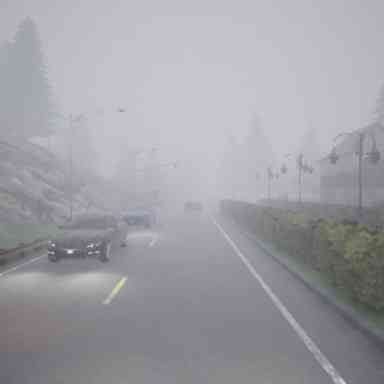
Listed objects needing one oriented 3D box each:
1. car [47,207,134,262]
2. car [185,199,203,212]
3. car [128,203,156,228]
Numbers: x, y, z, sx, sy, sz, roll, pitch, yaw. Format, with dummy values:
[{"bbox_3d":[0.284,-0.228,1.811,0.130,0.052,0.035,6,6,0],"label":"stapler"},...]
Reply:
[{"bbox_3d":[-3.593,1.521,12.247,1.837,1.490,4.892,0,0,0],"label":"car"},{"bbox_3d":[0.237,1.529,38.814,1.882,1.535,5.008,0,0,3],"label":"car"},{"bbox_3d":[-3.565,1.508,22.559,1.882,1.535,5.008,0,0,1],"label":"car"}]
